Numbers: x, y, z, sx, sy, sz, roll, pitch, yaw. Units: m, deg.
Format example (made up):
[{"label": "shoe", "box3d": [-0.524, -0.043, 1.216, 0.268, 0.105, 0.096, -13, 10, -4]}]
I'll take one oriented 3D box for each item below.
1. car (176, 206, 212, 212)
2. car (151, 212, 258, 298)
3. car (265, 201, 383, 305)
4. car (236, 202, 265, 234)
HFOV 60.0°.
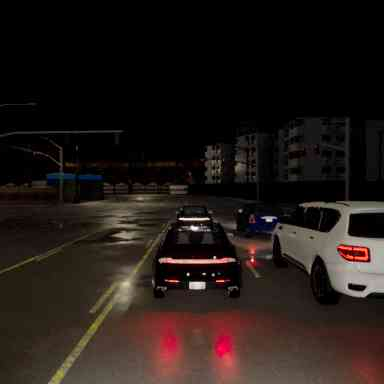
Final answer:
[{"label": "car", "box3d": [0.111, 1.473, 17.940, 2.128, 1.511, 4.902, 0, 0, 0]}, {"label": "car", "box3d": [0.102, 1.499, 8.527, 2.128, 1.511, 4.902, 0, 0, 0]}, {"label": "car", "box3d": [3.594, 1.220, 8.240, 2.150, 2.045, 5.566, 0, 0, 0]}, {"label": "car", "box3d": [3.609, 1.328, 17.663, 2.097, 1.767, 4.553, 0, 0, 0]}]
